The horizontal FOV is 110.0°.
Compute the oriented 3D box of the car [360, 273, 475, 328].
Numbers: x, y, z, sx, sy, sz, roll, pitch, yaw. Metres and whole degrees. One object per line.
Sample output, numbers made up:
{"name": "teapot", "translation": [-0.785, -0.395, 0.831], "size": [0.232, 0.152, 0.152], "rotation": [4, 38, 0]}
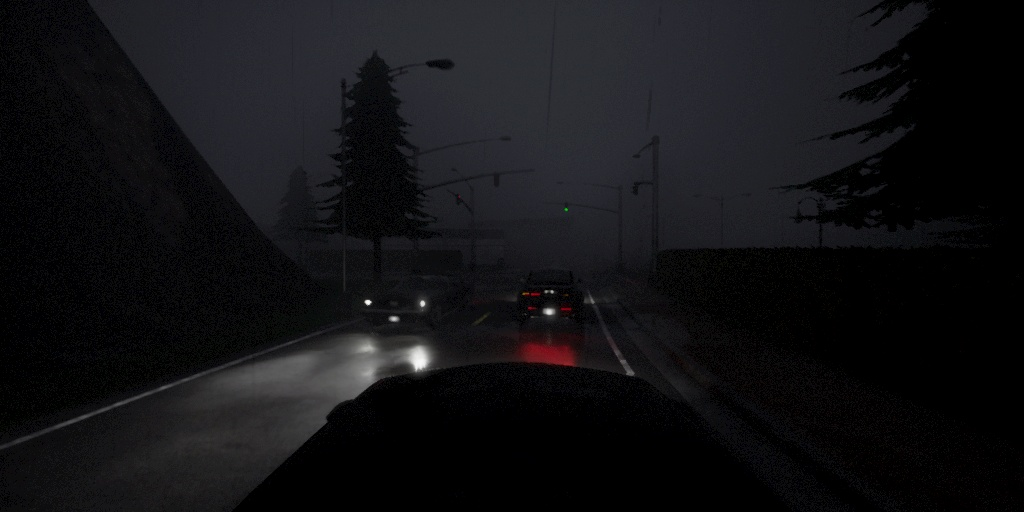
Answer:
{"name": "car", "translation": [-2.601, 1.219, 11.029], "size": [1.895, 1.301, 4.718], "rotation": [0, 1, 8]}

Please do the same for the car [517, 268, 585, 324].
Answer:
{"name": "car", "translation": [1.259, 1.126, 11.472], "size": [1.837, 1.490, 4.892], "rotation": [0, 1, 7]}

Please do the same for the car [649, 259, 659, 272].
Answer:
{"name": "car", "translation": [11.796, 0.827, 24.053], "size": [4.553, 1.767, 2.097], "rotation": [0, 1, 5]}
